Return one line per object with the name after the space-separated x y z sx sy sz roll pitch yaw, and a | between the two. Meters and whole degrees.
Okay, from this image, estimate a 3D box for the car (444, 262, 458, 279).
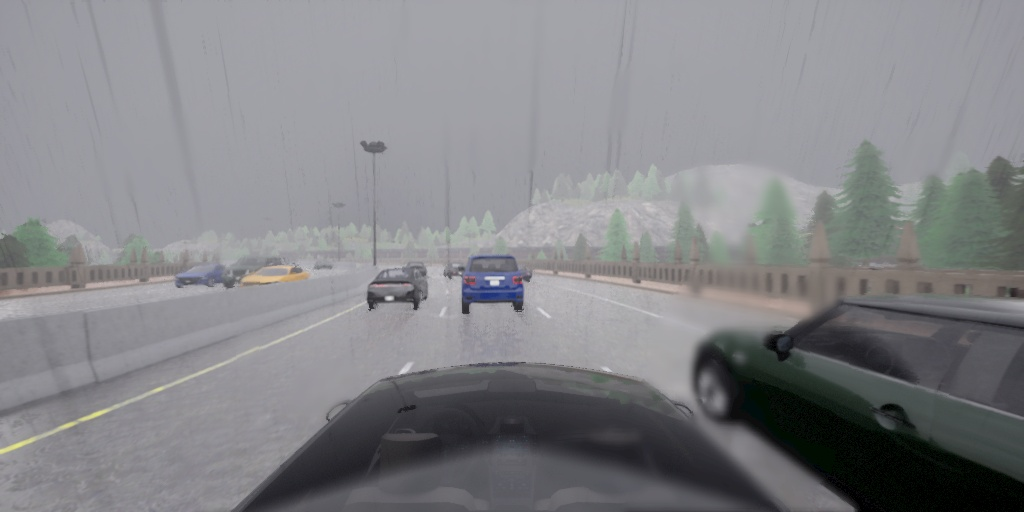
-4.939 1.267 31.890 1.812 1.442 4.674 0 0 -17 | car

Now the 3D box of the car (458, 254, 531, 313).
-0.904 0.953 14.158 2.150 2.045 5.566 0 0 -8 | car

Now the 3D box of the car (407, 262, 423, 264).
-8.793 1.277 32.459 1.837 1.490 4.892 0 0 -19 | car

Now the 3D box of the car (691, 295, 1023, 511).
3.399 1.082 2.839 2.097 1.767 4.553 0 0 -1 | car

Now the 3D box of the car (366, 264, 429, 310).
-4.544 1.246 14.746 2.128 1.511 4.902 0 0 -8 | car

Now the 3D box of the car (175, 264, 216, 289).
-21.298 1.354 25.119 1.882 1.535 5.008 0 0 -18 | car

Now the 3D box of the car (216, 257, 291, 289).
-17.500 1.065 24.662 2.150 2.045 5.566 0 0 -16 | car

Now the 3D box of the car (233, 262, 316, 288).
-12.697 1.284 19.585 1.882 1.535 5.008 0 0 -12 | car

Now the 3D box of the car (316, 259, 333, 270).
-30.008 1.310 57.145 2.097 1.767 4.553 -1 0 -37 | car
